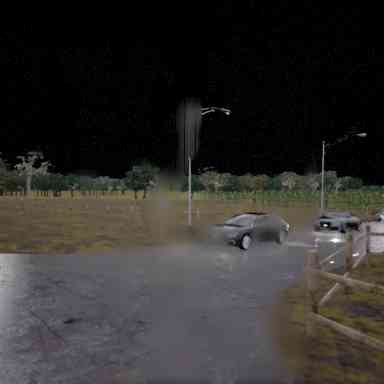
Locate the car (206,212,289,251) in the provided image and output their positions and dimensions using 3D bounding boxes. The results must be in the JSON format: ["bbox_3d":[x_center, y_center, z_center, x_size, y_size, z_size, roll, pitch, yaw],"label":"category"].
[{"bbox_3d":[2.765,1.755,15.736,4.892,1.490,1.837,2,0,-44],"label":"car"}]

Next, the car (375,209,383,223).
[{"bbox_3d":[19.302,2.274,32.188,4.902,1.511,2.128,2,-1,-45],"label":"car"}]

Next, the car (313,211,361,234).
[{"bbox_3d":[10.086,2.036,23.002,4.181,1.385,1.994,2,0,-45],"label":"car"}]
